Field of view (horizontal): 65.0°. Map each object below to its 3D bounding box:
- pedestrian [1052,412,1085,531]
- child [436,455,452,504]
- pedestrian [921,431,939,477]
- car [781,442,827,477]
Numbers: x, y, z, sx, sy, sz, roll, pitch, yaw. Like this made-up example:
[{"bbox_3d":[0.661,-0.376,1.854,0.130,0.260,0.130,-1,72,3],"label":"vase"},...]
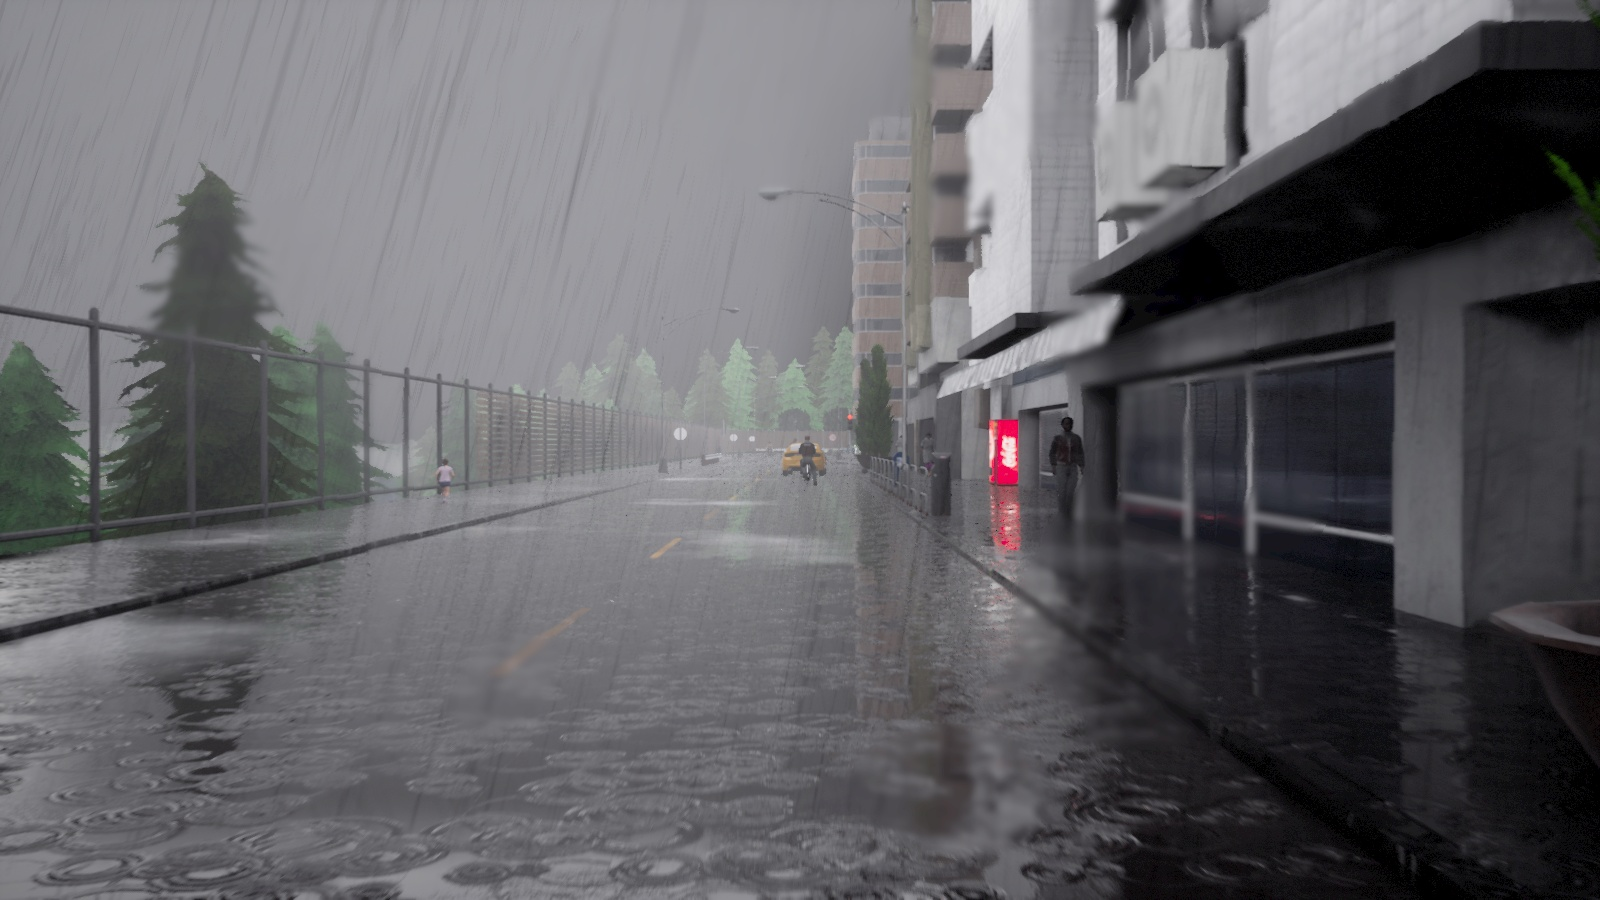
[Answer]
[{"bbox_3d":[4.419,0.343,20.661,0.402,1.930,0.666,0,0,0],"label":"pedestrian"},{"bbox_3d":[-8.127,0.668,28.660,0.255,1.110,0.394,0,0,1],"label":"child"},{"bbox_3d":[5.485,0.161,53.051,0.659,1.952,0.873,0,0,-1],"label":"pedestrian"},{"bbox_3d":[0.235,0.395,58.225,1.882,1.535,5.008,0,0,3],"label":"car"}]
